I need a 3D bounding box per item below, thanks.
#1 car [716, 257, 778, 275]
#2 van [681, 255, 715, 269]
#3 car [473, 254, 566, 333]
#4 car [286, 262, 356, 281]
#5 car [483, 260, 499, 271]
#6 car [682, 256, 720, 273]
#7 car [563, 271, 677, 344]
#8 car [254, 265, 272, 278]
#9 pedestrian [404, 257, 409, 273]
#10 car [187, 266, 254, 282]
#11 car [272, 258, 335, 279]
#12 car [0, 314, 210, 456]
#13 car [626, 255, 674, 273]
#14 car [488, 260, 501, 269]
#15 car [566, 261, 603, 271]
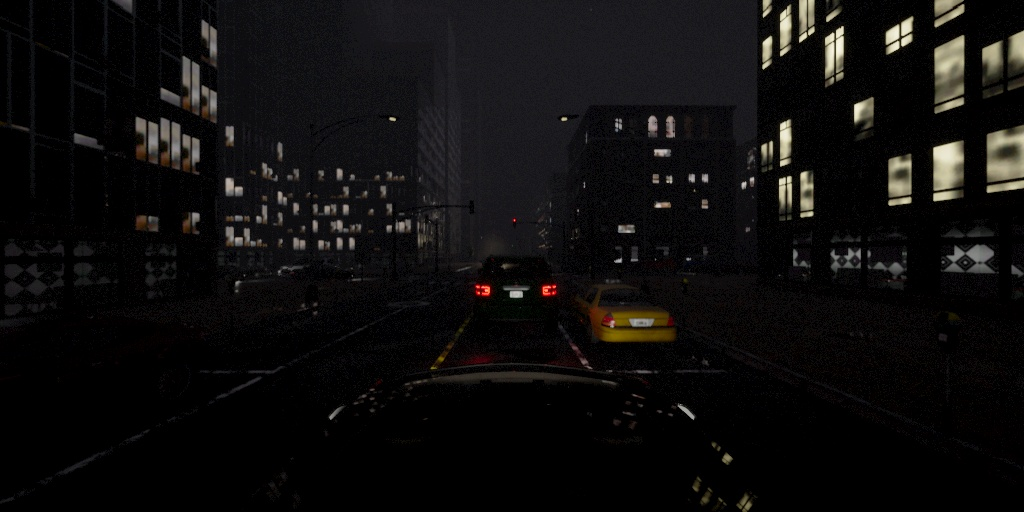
[{"bbox_3d":[21.056,1.038,31.789,4.507,1.381,1.888,0,0,-1],"label":"car"},{"bbox_3d":[20.940,0.823,39.669,3.998,1.789,1.690,0,0,-1],"label":"van"},{"bbox_3d":[0.089,0.977,10.938,2.150,2.045,5.566,0,0,0],"label":"car"},{"bbox_3d":[-17.723,1.534,33.769,5.357,1.411,2.033,-1,0,-1],"label":"car"},{"bbox_3d":[-2.886,1.329,50.585,2.033,1.411,5.357,0,0,-1],"label":"car"},{"bbox_3d":[21.079,1.031,37.202,5.357,1.411,2.033,-1,0,-1],"label":"car"},{"bbox_3d":[2.558,1.280,9.384,1.751,1.417,4.829,0,0,0],"label":"car"},{"bbox_3d":[-28.441,1.671,39.003,4.403,1.370,2.007,0,0,-1],"label":"car"},{"bbox_3d":[-12.392,1.045,42.206,0.375,1.860,0.375,0,1,-1],"label":"pedestrian"},{"bbox_3d":[-27.537,1.622,33.634,4.892,1.490,1.837,-1,0,-1],"label":"car"},{"bbox_3d":[-20.735,1.243,36.678,5.566,2.045,2.150,-1,0,-1],"label":"car"},{"bbox_3d":[-5.317,1.333,3.647,1.802,1.307,4.207,0,0,0],"label":"car"},{"bbox_3d":[15.284,0.867,39.603,5.009,1.841,2.192,0,0,-1],"label":"car"},{"bbox_3d":[-2.888,1.336,60.722,2.033,1.411,5.357,0,0,0],"label":"car"},{"bbox_3d":[7.372,1.219,37.581,4.181,1.385,1.994,-1,0,8],"label":"car"}]
